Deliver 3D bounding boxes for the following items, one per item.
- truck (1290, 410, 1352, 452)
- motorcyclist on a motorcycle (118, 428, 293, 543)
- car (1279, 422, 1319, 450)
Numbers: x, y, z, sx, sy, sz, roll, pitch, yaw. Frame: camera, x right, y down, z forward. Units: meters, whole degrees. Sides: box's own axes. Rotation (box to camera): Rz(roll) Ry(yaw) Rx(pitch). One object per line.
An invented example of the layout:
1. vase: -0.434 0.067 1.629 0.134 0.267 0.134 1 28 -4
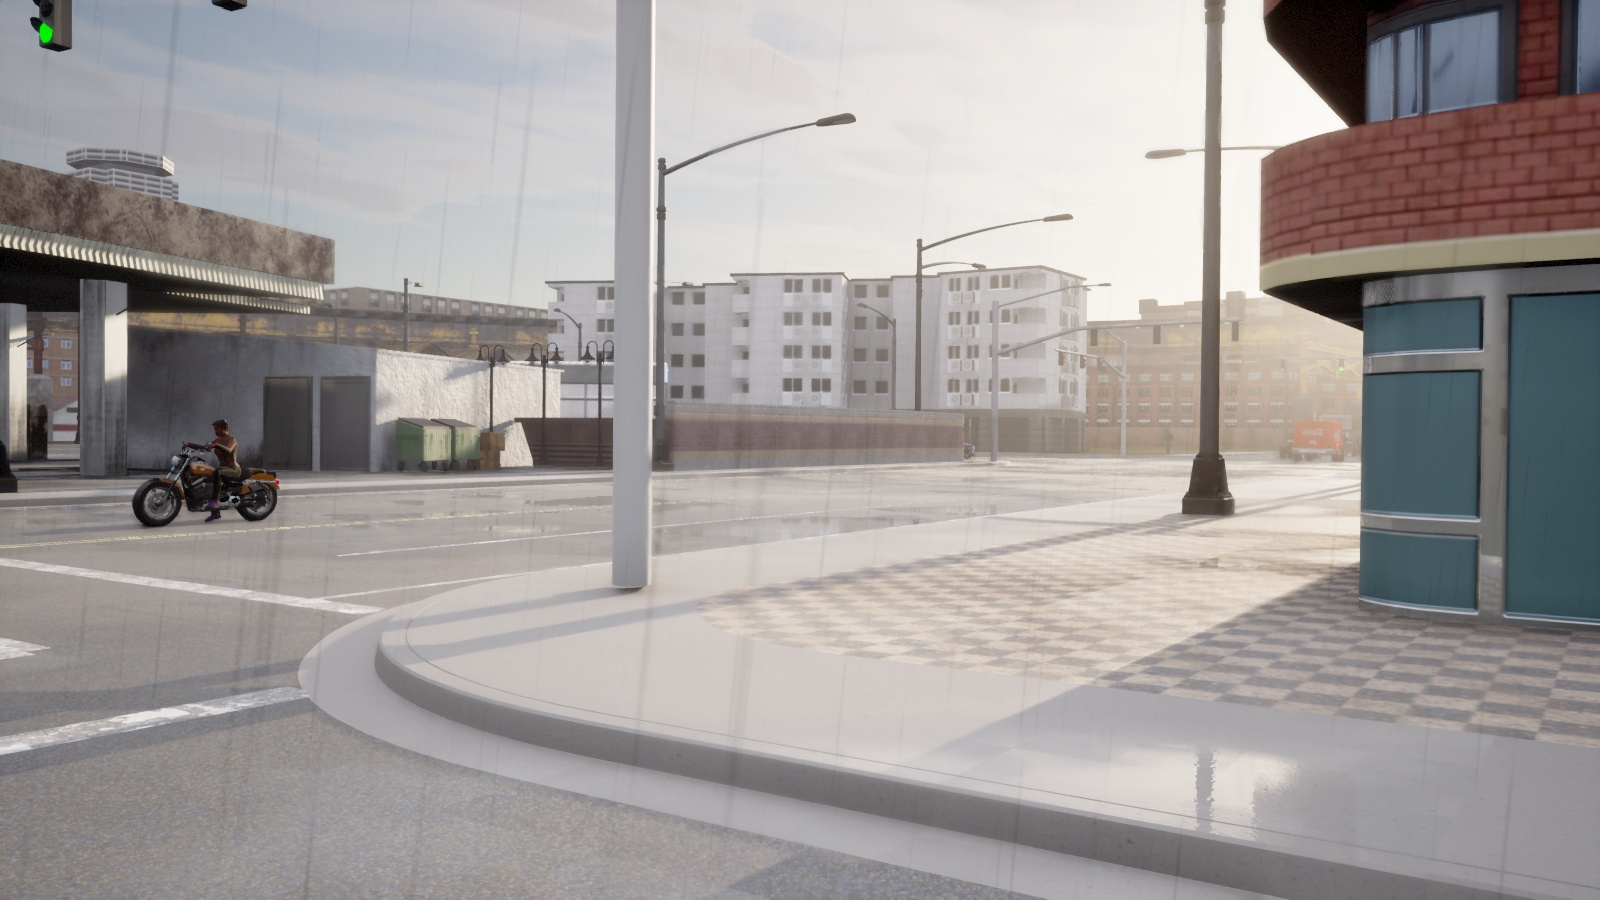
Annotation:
1. truck: 31.809 -1.108 76.634 2.627 2.467 5.204 0 0 33
2. motorcyclist on a motorcycle: -9.084 0.500 19.299 0.766 1.649 2.350 0 1 33
3. car: 35.025 -0.993 88.112 1.905 1.878 3.866 0 1 33
